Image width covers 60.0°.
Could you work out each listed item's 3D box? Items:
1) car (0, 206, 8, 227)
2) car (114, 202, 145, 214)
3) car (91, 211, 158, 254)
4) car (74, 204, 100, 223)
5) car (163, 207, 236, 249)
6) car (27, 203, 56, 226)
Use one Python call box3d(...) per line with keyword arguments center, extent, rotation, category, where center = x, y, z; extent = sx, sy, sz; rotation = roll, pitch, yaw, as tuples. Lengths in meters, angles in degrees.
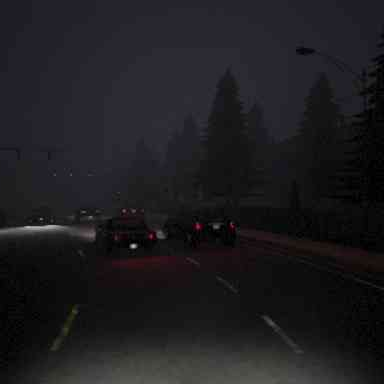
box3d(center=(-15.026, 1.751, 24.799), extent=(1.882, 1.535, 5.008), rotation=(0, -1, -23), category="car")
box3d(center=(-5.648, 1.647, 29.603), extent=(2.097, 1.767, 4.553), rotation=(0, -1, -23), category="car")
box3d(center=(-3.043, 1.747, 14.441), extent=(1.895, 1.301, 4.718), rotation=(0, -1, -23), category="car")
box3d(center=(-8.950, 1.786, 28.427), extent=(2.128, 1.511, 4.902), rotation=(0, 0, -23), category="car")
box3d(center=(0.189, 1.501, 15.785), extent=(2.097, 1.767, 4.553), rotation=(0, -1, -23), category="car")
box3d(center=(-11.863, 1.845, 26.311), extent=(1.994, 1.385, 4.181), rotation=(0, -1, -23), category="car")
